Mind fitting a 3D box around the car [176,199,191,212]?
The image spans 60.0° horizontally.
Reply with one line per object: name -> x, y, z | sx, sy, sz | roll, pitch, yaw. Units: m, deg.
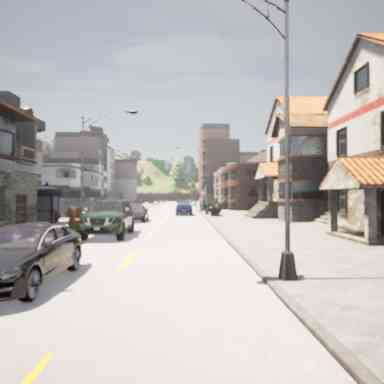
car -> -1.196, 1.871, 48.570 | 2.097, 1.767, 4.553 | 0, -1, -1

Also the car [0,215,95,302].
car -> -4.293, 1.587, 8.542 | 2.128, 1.511, 4.902 | 0, -1, -2

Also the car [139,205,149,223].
car -> -4.792, 1.836, 28.766 | 1.812, 1.442, 4.674 | 0, -1, -1

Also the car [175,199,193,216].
car -> -0.894, 1.885, 38.130 | 1.882, 1.535, 5.008 | 0, -1, -1

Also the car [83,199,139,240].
car -> -4.549, 1.422, 18.432 | 2.150, 2.045, 5.566 | 0, -1, -1
